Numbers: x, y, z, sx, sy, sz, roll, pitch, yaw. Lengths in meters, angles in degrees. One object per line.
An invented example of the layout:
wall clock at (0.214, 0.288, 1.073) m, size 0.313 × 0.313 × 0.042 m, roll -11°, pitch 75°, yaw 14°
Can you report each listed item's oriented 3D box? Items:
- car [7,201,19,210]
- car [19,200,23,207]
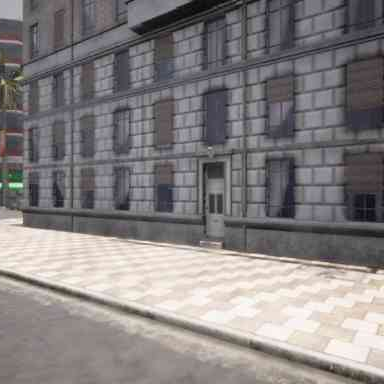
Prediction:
car at (-20.842, 1.564, 41.796) m, size 1.994 × 1.385 × 4.181 m, roll 0°, pitch 0°, yaw 36°
car at (-17.746, 1.526, 40.112) m, size 1.812 × 1.442 × 4.674 m, roll 0°, pitch 0°, yaw 36°
